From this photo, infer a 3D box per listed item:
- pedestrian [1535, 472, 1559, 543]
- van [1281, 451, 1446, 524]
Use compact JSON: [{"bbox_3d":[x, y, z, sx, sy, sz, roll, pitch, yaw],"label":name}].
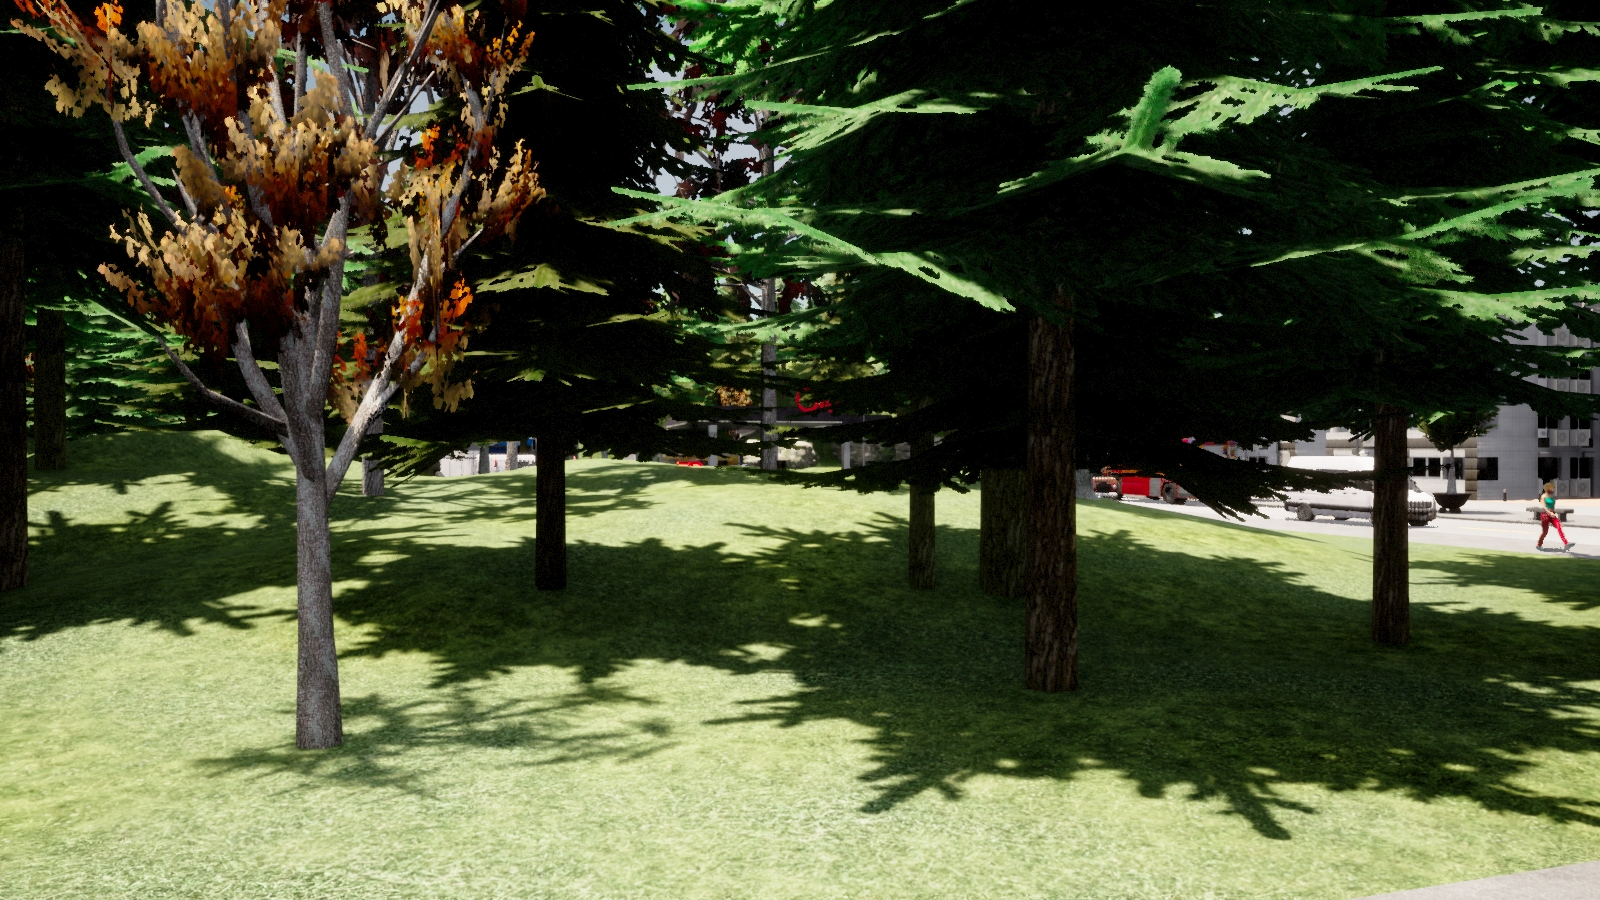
[{"bbox_3d":[19.766,1.523,30.247,0.375,1.860,0.375,0,0,-19],"label":"pedestrian"},{"bbox_3d":[21.072,1.315,43.098,1.988,2.561,5.915,0,0,-18],"label":"van"}]
